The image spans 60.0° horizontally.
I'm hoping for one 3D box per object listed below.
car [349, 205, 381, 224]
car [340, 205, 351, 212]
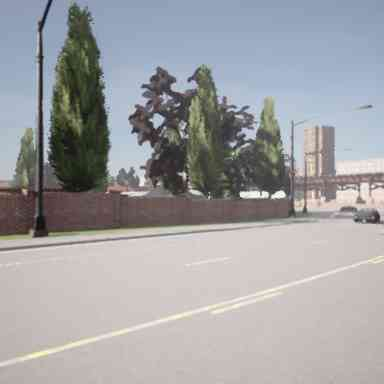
[{"bbox_3d":[16.569,2.211,31.266,2.033,1.411,5.357,0,-2,35],"label":"car"},{"bbox_3d":[30.063,3.175,63.670,1.994,1.385,4.181,0,-1,-2],"label":"car"}]
